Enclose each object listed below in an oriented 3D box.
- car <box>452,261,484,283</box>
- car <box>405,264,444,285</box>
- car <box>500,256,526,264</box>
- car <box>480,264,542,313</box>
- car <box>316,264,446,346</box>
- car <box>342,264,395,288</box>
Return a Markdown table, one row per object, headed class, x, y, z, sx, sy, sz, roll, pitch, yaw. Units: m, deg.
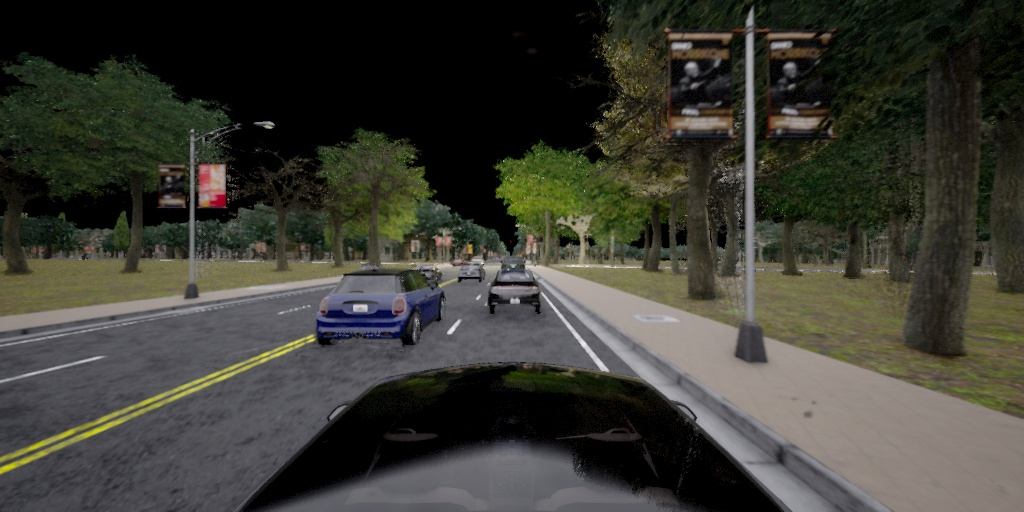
| class | x | y | z | sx | sy | sz | roll | pitch | yaw |
| --- | --- | --- | --- | --- | --- | --- | --- | --- | --- |
| car | -3.148 | 1.319 | 28.672 | 2.033 | 1.411 | 5.357 | 0 | 0 | 0 |
| car | -6.596 | 1.334 | 27.420 | 1.994 | 1.385 | 4.181 | 0 | 0 | 0 |
| car | 0.101 | 0.998 | 33.274 | 2.150 | 2.045 | 5.566 | 0 | 0 | 0 |
| car | 0.100 | 1.250 | 14.004 | 2.128 | 1.511 | 4.902 | 0 | 0 | 0 |
| car | -3.149 | 1.106 | 9.577 | 2.097 | 1.767 | 4.553 | 0 | 0 | 0 |
| car | -9.846 | 1.332 | 24.955 | 1.994 | 1.385 | 4.181 | 0 | 0 | 0 |
